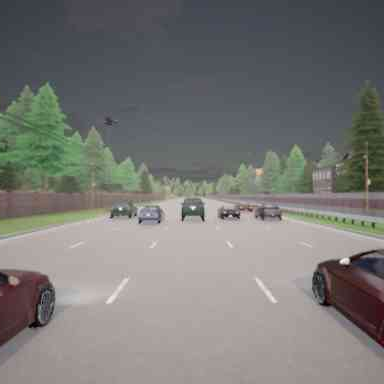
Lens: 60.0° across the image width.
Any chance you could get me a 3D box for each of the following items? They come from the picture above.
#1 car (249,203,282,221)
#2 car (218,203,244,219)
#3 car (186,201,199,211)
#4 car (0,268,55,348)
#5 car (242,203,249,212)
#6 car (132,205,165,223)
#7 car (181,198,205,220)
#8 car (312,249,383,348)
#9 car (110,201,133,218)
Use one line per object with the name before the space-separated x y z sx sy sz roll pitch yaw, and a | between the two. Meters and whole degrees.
car | 7.092 1.833 31.373 2.128 1.511 4.902 0 -1 0
car | 3.591 1.964 32.972 1.895 1.301 4.718 0 -1 0
car | 0.086 2.115 51.608 2.033 1.411 5.357 0 -1 0
car | -3.407 1.573 4.166 1.812 1.442 4.674 0 -1 0
car | 7.080 2.103 45.603 1.895 1.301 4.718 0 -1 0
car | -3.408 1.860 28.401 2.033 1.411 5.357 0 -1 0
car | 0.090 1.573 31.834 2.150 2.045 5.566 0 -1 0
car | 3.598 1.627 5.574 1.994 1.385 4.181 0 -1 0
car | -6.910 1.728 34.247 2.097 1.767 4.553 0 -1 0
